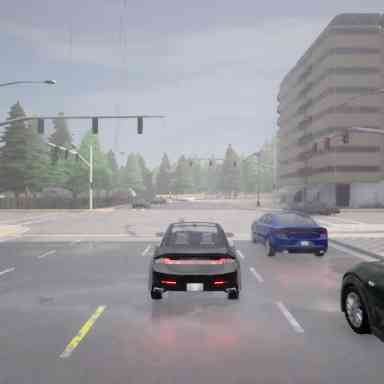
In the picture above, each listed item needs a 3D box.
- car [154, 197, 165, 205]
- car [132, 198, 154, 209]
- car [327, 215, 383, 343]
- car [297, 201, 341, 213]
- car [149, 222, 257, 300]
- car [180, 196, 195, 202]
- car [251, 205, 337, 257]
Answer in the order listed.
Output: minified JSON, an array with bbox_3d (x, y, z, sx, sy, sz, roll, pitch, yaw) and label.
[{"bbox_3d":[-6.087,1.562,58.897,1.994,1.385,4.181,0,0,10],"label":"car"},{"bbox_3d":[-7.021,1.547,46.592,2.033,1.411,5.357,0,0,1],"label":"car"},{"bbox_3d":[3.601,1.353,3.882,2.097,1.767,4.553,0,0,0],"label":"car"},{"bbox_3d":[11.406,1.599,32.070,5.357,1.411,2.033,0,0,0],"label":"car"},{"bbox_3d":[0.068,1.491,8.389,2.128,1.511,4.902,0,0,0],"label":"car"},{"bbox_3d":[-0.933,1.524,73.676,1.812,1.442,4.674,0,0,31],"label":"car"},{"bbox_3d":[3.588,1.478,13.034,1.882,1.535,5.008,0,0,0],"label":"car"}]
